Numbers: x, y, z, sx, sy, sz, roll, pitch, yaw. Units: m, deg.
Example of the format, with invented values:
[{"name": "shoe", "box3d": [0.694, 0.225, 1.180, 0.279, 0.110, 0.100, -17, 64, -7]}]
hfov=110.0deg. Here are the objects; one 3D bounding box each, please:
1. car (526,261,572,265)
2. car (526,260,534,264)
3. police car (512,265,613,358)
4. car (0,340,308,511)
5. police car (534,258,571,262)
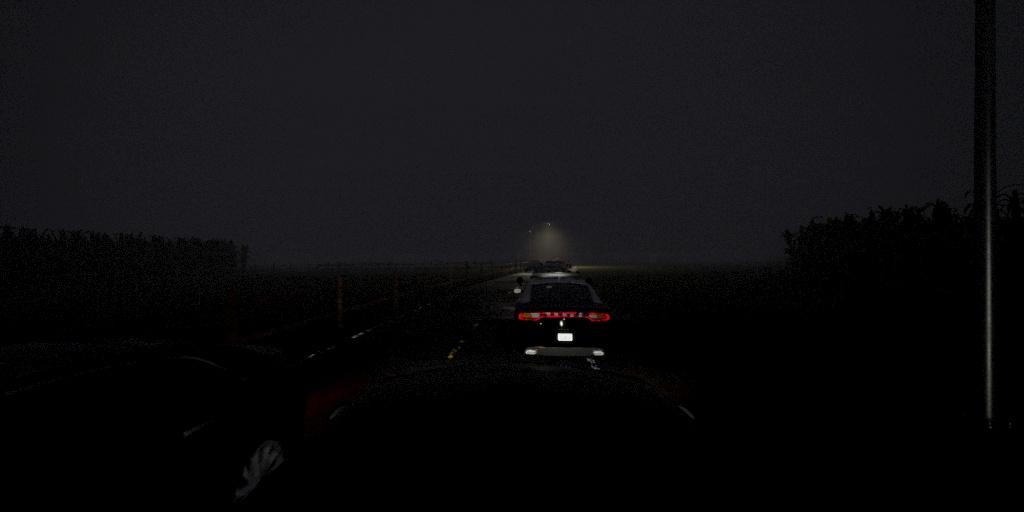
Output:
[{"name": "car", "box3d": [1.959, 1.218, 18.357, 1.882, 1.535, 5.008, 0, 0, 7]}, {"name": "car", "box3d": [2.643, 1.242, 42.172, 1.812, 1.442, 4.674, 0, 0, 11]}, {"name": "police car", "box3d": [1.053, 1.173, 8.661, 1.930, 1.638, 5.238, 0, 0, 3]}, {"name": "car", "box3d": [-2.752, 1.255, 1.251, 1.837, 1.490, 4.892, 0, 0, 1]}, {"name": "police car", "box3d": [2.845, 1.159, 24.311, 1.930, 1.638, 5.238, 0, 0, 10]}]
